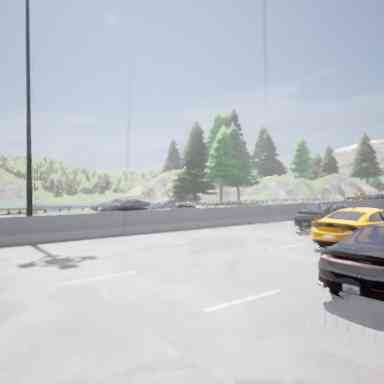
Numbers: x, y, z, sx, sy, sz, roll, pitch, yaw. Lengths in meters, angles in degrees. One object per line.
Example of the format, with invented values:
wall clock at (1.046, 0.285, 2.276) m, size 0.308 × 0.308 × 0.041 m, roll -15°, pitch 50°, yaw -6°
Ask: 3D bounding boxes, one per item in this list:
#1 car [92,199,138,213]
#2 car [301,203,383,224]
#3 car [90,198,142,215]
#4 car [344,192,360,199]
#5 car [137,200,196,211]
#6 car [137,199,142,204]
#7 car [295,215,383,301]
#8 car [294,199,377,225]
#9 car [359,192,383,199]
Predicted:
car at (-5.935, 1.366, 29.814) m, size 4.902 × 1.511 × 2.128 m, roll -1°, pitch 0°, yaw -35°
car at (6.651, 1.348, 12.749) m, size 5.008 × 1.535 × 1.882 m, roll -1°, pitch 0°, yaw -35°
car at (-7.510, 1.394, 32.988) m, size 4.674 × 1.442 × 1.812 m, roll -1°, pitch 0°, yaw -35°
car at (27.649, 0.728, 55.617) m, size 5.008 × 1.535 × 1.882 m, roll -1°, pitch 0°, yaw -24°
car at (-1.299, 1.468, 24.520) m, size 4.718 × 1.301 × 1.895 m, roll -1°, pitch 0°, yaw -35°
car at (-2.104, 1.416, 28.237) m, size 4.181 × 1.385 × 1.994 m, roll -1°, pitch 0°, yaw -35°
car at (4.680, 1.412, 7.061) m, size 4.902 × 1.511 × 2.128 m, roll -1°, pitch 0°, yaw -35°
car at (7.465, 1.327, 17.619) m, size 4.902 × 1.511 × 2.128 m, roll -1°, pitch 0°, yaw -35°
car at (29.070, 0.810, 52.419) m, size 4.181 × 1.385 × 1.994 m, roll -1°, pitch 0°, yaw -24°
